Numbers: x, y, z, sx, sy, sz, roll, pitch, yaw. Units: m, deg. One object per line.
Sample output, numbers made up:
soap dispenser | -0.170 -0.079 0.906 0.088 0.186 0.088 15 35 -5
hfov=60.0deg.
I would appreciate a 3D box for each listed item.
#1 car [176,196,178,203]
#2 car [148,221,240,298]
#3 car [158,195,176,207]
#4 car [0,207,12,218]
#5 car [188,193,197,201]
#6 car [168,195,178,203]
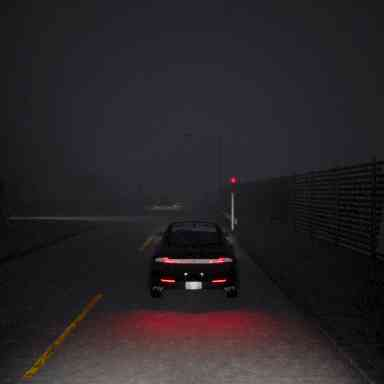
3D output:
car | -4.025 1.601 60.703 1.895 1.301 4.718 0 0 0
car | 0.054 1.492 8.498 2.128 1.511 4.902 0 0 1
car | -4.060 1.352 51.335 2.097 1.767 4.553 0 0 0
car | -18.013 1.601 28.188 4.718 1.301 1.895 0 0 0
car | 0.056 1.225 87.465 2.150 2.045 5.566 0 0 0
car | -3.951 1.478 71.138 1.882 1.535 5.008 0 0 0
